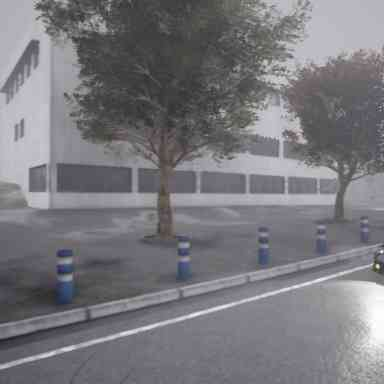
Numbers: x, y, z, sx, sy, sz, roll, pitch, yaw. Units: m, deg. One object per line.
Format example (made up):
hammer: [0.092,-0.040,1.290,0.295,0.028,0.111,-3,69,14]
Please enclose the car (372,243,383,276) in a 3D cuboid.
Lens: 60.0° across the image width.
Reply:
car: [6.540,1.459,8.661,4.181,1.385,1.994,-1,1,-36]
